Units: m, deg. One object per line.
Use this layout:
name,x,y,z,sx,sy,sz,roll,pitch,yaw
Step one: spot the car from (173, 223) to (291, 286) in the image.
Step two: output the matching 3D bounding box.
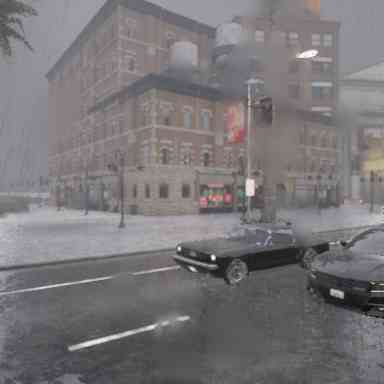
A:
car,1.824,1.617,9.580,4.718,1.301,1.895,0,0,-35

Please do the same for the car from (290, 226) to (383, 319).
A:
car,4.557,1.496,7.226,5.008,1.535,1.882,0,0,-35
